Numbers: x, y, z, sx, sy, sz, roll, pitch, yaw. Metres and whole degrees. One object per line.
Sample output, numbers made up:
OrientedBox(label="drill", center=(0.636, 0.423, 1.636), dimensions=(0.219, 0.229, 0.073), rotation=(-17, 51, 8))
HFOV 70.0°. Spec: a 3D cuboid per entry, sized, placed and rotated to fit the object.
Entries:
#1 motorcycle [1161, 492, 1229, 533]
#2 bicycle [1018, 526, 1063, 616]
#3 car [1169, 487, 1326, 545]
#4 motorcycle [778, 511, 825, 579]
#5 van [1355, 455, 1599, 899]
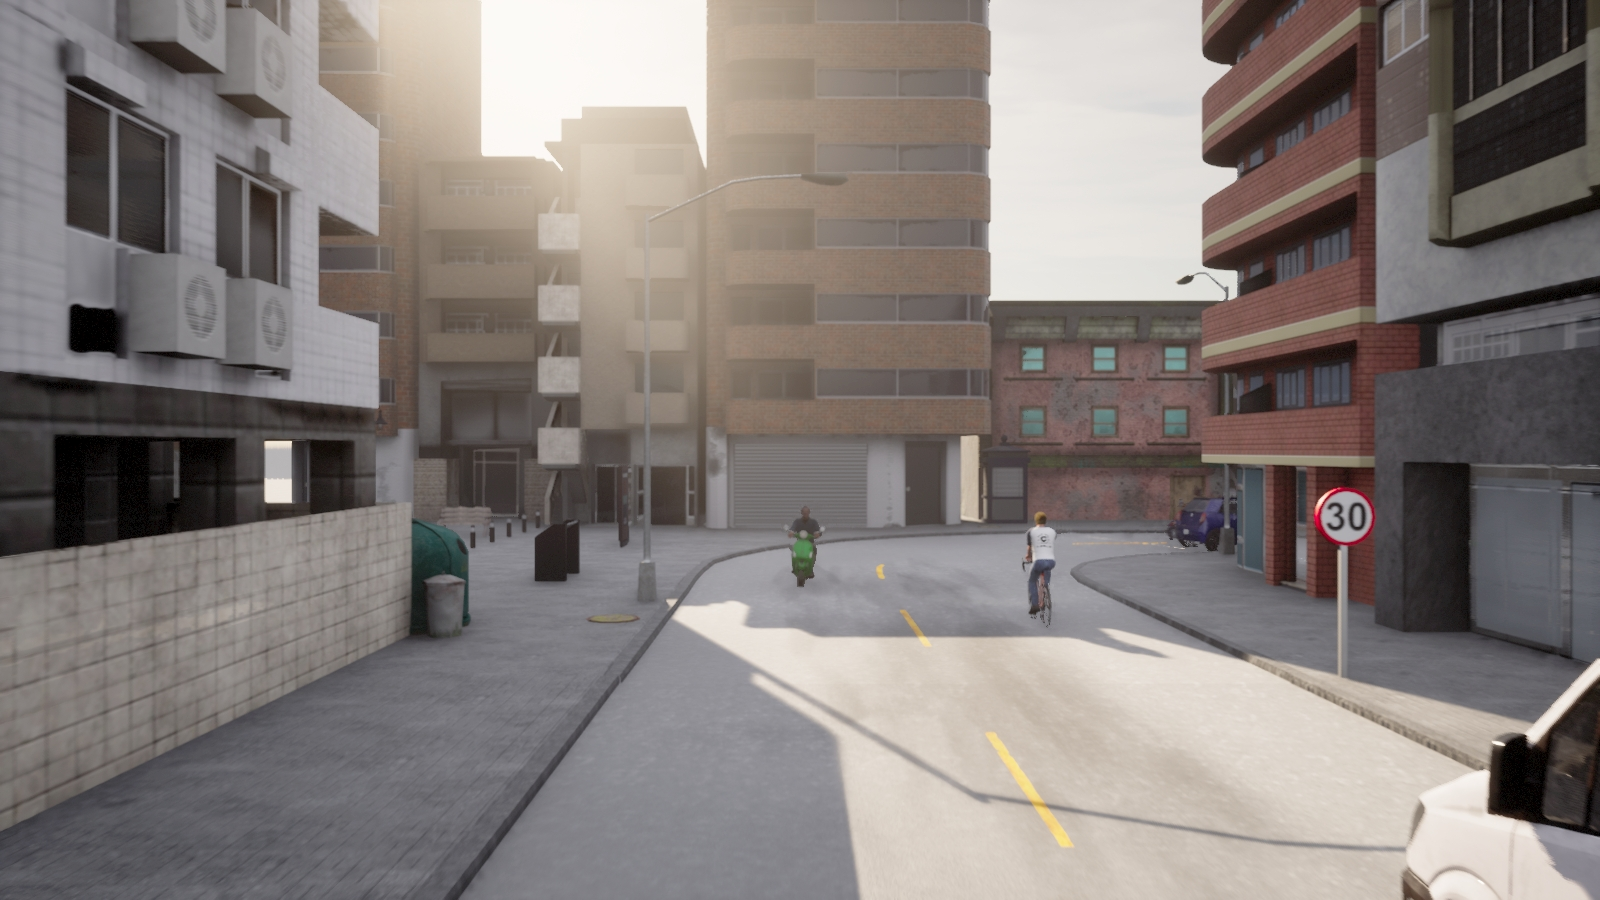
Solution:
OrientedBox(label="motorcycle", center=(12.365, 1.951, 35.797), dimensions=(1.805, 1.236, 0.856), rotation=(0, 1, -8))
OrientedBox(label="bicycle", center=(3.877, 1.930, 18.498), dimensions=(0.373, 1.296, 1.643), rotation=(0, -1, 0))
OrientedBox(label="car", center=(12.433, 1.808, 31.821), dimensions=(3.633, 1.501, 1.845), rotation=(0, 0, -10))
OrientedBox(label="motorcycle", center=(0.049, 1.954, 23.796), dimensions=(0.856, 1.236, 1.805), rotation=(2, 0, 3))
OrientedBox(label="van", center=(3.953, 1.313, 3.115), dimensions=(1.988, 2.561, 5.915), rotation=(0, 0, 0))
